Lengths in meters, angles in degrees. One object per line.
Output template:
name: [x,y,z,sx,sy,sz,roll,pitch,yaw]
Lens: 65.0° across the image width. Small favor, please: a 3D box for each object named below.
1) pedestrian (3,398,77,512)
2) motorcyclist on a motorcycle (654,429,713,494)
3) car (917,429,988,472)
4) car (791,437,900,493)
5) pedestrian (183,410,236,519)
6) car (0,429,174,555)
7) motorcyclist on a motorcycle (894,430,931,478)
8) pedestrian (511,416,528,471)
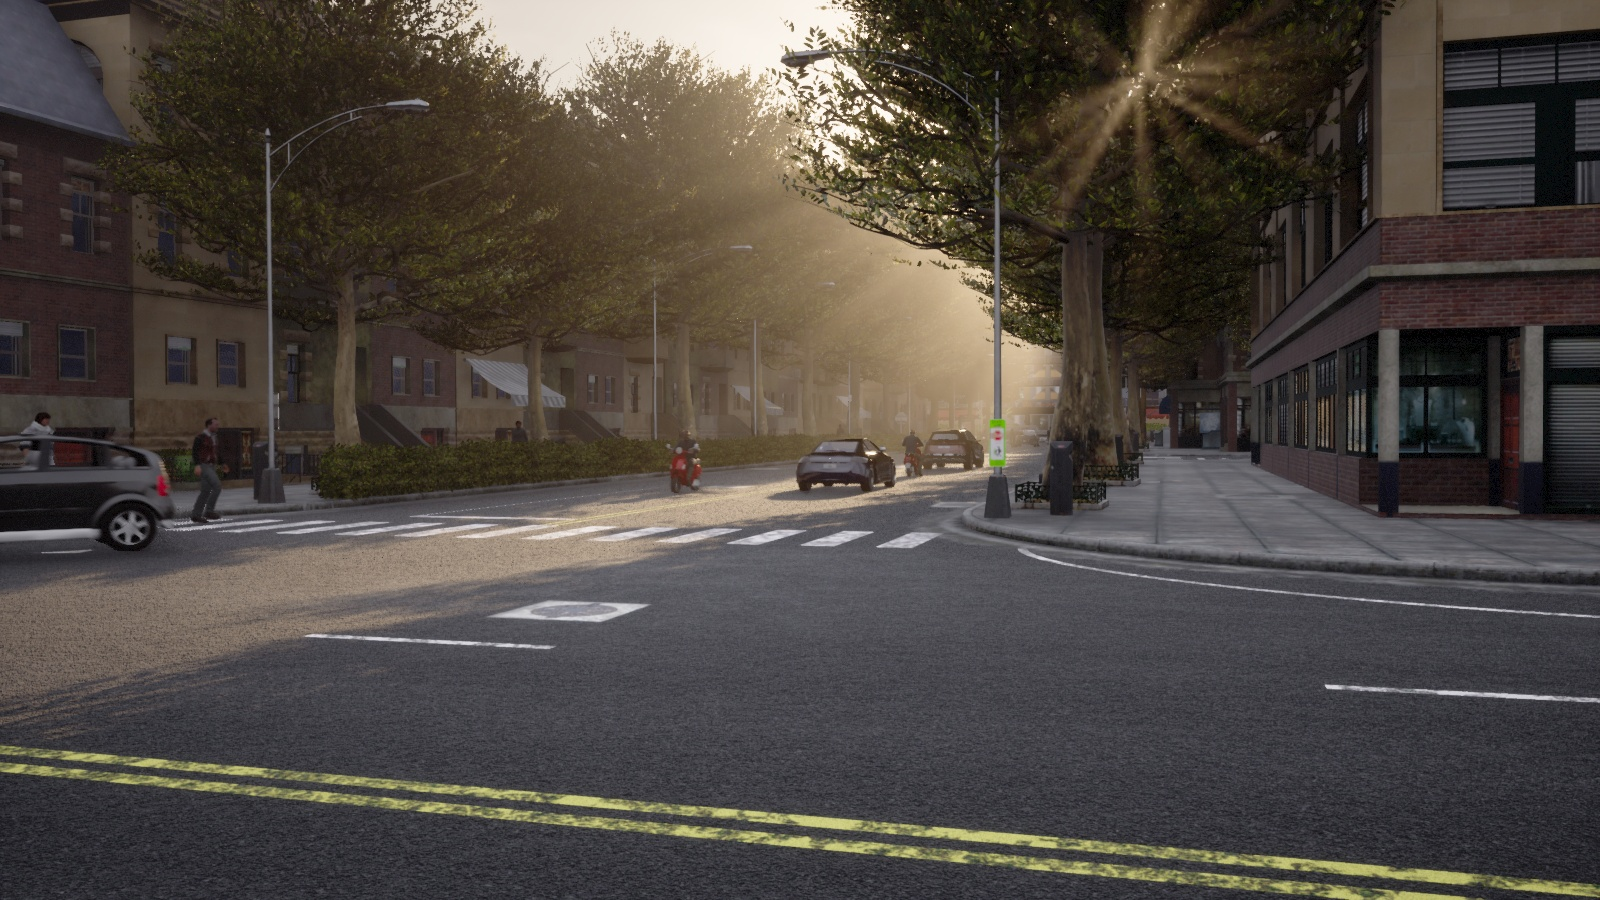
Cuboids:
pedestrian: [-13.259,0.077,21.916,0.873,1.952,0.659,0,1,9]
motorcyclist on a motorcycle: [-2.907,0.263,31.622,0.866,1.590,1.817,0,1,16]
car: [6.172,-0.027,50.369,2.033,1.649,4.856,0,1,16]
car: [1.294,0.358,33.528,1.994,1.385,4.181,0,1,16]
pedestrian: [-10.133,0.250,21.550,0.720,1.854,0.376,0,1,4]
car: [-10.324,0.505,16.286,3.705,1.549,1.789,0,2,-36]
motorcyclist on a motorcycle: [3.779,0.120,42.098,0.866,1.590,1.817,0,1,16]
pedestrian: [-9.540,-0.236,42.655,0.353,1.847,0.614,0,1,10]
